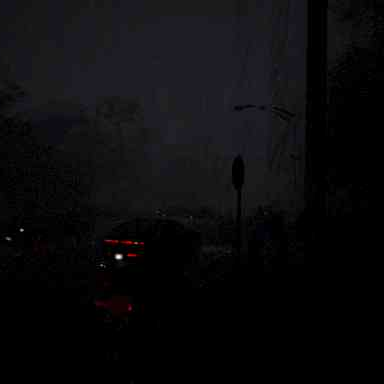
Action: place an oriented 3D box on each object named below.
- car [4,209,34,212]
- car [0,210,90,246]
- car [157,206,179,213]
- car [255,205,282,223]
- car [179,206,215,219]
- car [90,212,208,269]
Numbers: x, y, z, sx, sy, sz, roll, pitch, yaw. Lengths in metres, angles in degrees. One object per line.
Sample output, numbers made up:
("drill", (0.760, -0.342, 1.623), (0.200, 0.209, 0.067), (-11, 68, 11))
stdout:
("car", (-9.811, 1.692, 19.051), (2.033, 1.411, 5.357), (1, -1, 23))
("car", (-7.111, 1.755, 16.426), (1.895, 1.301, 4.718), (1, -1, 22))
("car", (-2.185, 2.226, 37.435), (1.895, 1.301, 4.718), (1, -1, 23))
("car", (7.915, 2.125, 34.135), (2.097, 1.767, 4.553), (1, -1, 23))
("car", (0.952, 2.209, 35.866), (2.033, 1.411, 5.357), (1, -1, 23))
("car", (-1.242, 1.709, 12.040), (1.837, 1.490, 4.892), (1, -1, 23))
